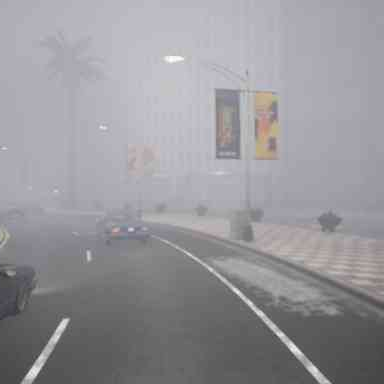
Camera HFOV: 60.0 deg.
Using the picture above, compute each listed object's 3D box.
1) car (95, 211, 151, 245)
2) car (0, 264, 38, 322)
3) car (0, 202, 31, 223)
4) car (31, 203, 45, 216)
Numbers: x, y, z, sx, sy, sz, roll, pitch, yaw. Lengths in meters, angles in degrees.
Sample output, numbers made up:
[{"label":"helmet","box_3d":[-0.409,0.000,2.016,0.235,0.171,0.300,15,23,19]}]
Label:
[{"label":"car","box_3d":[-3.492,1.617,16.113,2.033,1.411,5.357,0,0,-23]},{"label":"car","box_3d":[-3.836,1.588,4.497,2.033,1.411,5.357,0,0,-8]},{"label":"car","box_3d":[-15.438,1.717,27.790,1.812,1.442,4.674,0,0,-43]},{"label":"car","box_3d":[-17.148,1.768,34.034,5.357,1.411,2.033,-1,0,38]}]
